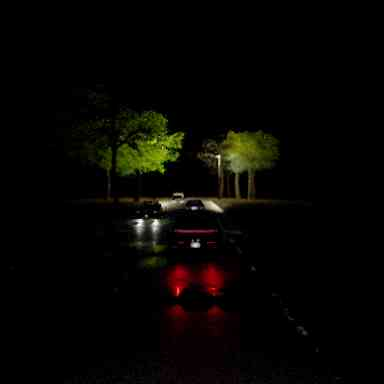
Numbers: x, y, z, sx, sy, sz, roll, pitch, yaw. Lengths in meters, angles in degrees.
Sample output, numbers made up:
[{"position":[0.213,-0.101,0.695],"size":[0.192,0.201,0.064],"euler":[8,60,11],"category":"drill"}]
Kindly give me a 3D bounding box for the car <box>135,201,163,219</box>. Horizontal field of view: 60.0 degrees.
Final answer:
[{"position":[-3.480,1.431,28.186],"size":[2.033,1.411,5.357],"euler":[0,0,0],"category":"car"}]

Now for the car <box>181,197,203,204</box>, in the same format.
[{"position":[0.243,1.415,30.749],"size":[2.033,1.411,5.357],"euler":[0,0,1],"category":"car"}]

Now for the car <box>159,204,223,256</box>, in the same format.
[{"position":[0.127,1.449,12.928],"size":[2.128,1.511,4.902],"euler":[0,0,0],"category":"car"}]

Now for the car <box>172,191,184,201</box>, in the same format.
[{"position":[-2.889,0.754,69.074],"size":[2.150,2.045,5.566],"euler":[0,1,1],"category":"car"}]
